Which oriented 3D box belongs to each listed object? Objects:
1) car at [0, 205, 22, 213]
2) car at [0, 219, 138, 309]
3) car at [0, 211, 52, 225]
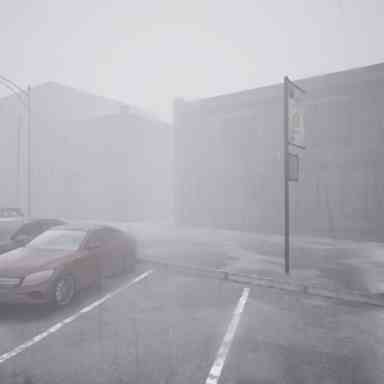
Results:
[{"bbox_3d":[-7.756,1.366,11.680,2.185,1.767,4.553,1,-1,16],"label":"car"},{"bbox_3d":[-2.888,1.527,8.154,2.002,1.452,4.674,1,-1,16],"label":"car"},{"bbox_3d":[-5.337,1.517,9.872,2.163,1.488,4.792,1,-1,16],"label":"car"}]
